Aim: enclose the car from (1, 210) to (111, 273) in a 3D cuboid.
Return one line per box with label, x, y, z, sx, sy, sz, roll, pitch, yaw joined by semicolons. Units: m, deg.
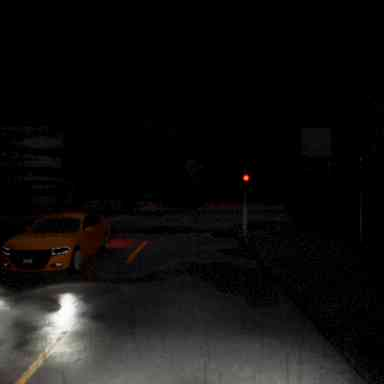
car;-3.995;1.400;10.591;1.882;1.535;5.008;0;0;0
